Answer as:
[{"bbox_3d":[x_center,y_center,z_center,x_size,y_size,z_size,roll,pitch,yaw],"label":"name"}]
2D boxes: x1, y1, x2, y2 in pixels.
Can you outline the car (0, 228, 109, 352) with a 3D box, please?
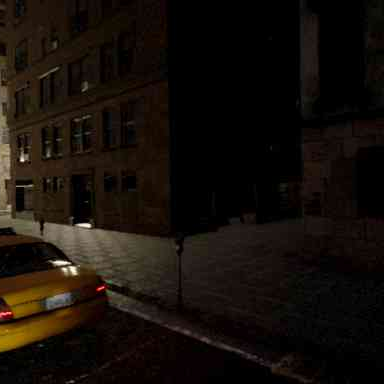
[{"bbox_3d":[-3.662,1.440,6.149,5.366,1.575,1.801,0,1,42],"label":"car"}]
